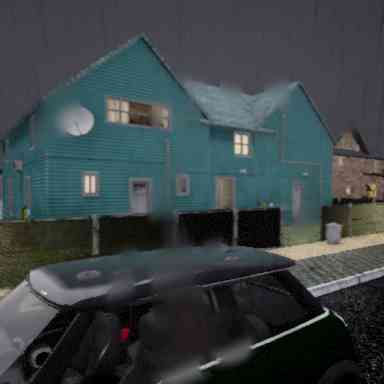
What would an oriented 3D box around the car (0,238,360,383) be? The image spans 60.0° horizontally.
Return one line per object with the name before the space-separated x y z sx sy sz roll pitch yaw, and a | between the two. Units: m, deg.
car | -0.751 1.350 2.522 4.553 1.767 2.097 0 0 -35
